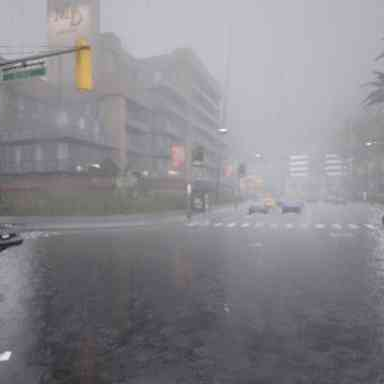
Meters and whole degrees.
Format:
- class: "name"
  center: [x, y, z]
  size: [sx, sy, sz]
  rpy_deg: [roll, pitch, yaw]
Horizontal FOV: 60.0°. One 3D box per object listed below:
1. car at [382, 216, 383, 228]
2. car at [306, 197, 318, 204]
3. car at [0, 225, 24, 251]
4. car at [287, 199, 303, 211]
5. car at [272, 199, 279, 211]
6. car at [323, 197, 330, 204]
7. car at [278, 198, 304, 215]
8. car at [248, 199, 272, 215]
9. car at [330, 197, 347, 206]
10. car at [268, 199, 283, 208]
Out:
- class: "car"
  center: [12.171, 1.501, 18.837]
  size: [1.812, 1.442, 4.674]
  rpy_deg: [-1, -1, 20]
- class: "car"
  center: [25.343, 1.780, 70.828]
  size: [2.128, 1.511, 4.902]
  rpy_deg: [-1, -1, 8]
- class: "car"
  center: [-9.708, 1.851, 14.006]
  size: [5.357, 1.411, 2.033]
  rpy_deg: [-1, -1, 20]
- class: "car"
  center: [14.195, 1.728, 45.771]
  size: [1.812, 1.442, 4.674]
  rpy_deg: [-1, -1, 20]
- class: "car"
  center: [10.701, 1.746, 46.390]
  size: [1.882, 1.535, 5.008]
  rpy_deg: [-1, -1, 20]
- class: "car"
  center: [28.650, 1.708, 69.398]
  size: [1.812, 1.442, 4.674]
  rpy_deg: [-1, -1, 8]
- class: "car"
  center: [11.120, 1.649, 37.105]
  size: [1.882, 1.535, 5.008]
  rpy_deg: [-1, -1, 20]
- class: "car"
  center: [7.653, 1.763, 37.796]
  size: [1.812, 1.442, 4.674]
  rpy_deg: [-1, -1, 20]
- class: "car"
  center: [26.371, 1.653, 59.530]
  size: [1.812, 1.442, 4.674]
  rpy_deg: [-1, -1, 16]
- class: "car"
  center: [14.145, 1.904, 56.098]
  size: [1.895, 1.301, 4.718]
  rpy_deg: [-1, -1, 20]
